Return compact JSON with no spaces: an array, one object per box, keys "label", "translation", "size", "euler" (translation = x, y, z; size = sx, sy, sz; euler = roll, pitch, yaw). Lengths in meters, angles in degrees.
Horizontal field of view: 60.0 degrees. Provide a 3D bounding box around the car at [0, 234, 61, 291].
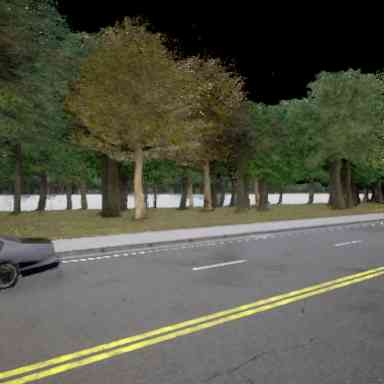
[{"label":"car","translation":[-5.874,1.549,7.480],"size":[5.357,1.411,2.033],"euler":[0,0,-36]}]
